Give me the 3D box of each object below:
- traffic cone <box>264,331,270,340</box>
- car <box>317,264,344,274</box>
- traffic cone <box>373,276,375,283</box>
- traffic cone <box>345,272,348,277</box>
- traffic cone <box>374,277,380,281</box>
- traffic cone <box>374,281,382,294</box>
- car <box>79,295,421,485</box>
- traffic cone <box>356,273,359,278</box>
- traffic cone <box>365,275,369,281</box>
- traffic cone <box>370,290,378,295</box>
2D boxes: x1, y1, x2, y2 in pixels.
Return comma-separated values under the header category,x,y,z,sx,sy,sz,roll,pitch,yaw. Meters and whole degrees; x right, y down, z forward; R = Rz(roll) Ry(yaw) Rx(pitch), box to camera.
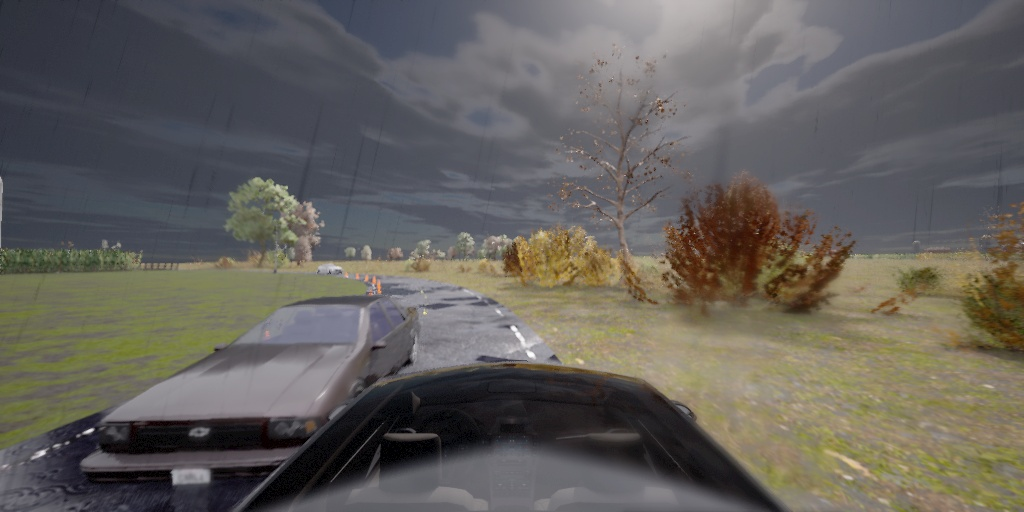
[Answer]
category,x,y,z,sx,sy,sz,roll,pitch,yaw
traffic cone,-4.803,1.765,7.025,0.340,0.580,0.340,0,0,-6
car,-25.922,1.850,51.062,4.674,1.442,1.812,-1,-2,35
traffic cone,-11.528,1.996,30.018,0.340,0.580,0.340,0,0,-27
traffic cone,-19.414,2.142,42.099,0.340,0.580,0.340,0,0,-39
traffic cone,-9.513,1.950,25.642,0.340,0.580,0.340,0,0,-23
traffic cone,-7.825,1.905,21.131,0.340,0.580,0.340,0,0,-18
car,-2.655,1.340,5.420,2.033,1.411,5.357,0,-1,-4
traffic cone,-16.492,2.093,38.267,0.340,0.580,0.340,0,0,-35
traffic cone,-13.859,2.044,34.234,0.340,0.580,0.340,0,0,-31
traffic cone,-6.472,1.860,16.507,0.340,0.580,0.340,0,0,-14
